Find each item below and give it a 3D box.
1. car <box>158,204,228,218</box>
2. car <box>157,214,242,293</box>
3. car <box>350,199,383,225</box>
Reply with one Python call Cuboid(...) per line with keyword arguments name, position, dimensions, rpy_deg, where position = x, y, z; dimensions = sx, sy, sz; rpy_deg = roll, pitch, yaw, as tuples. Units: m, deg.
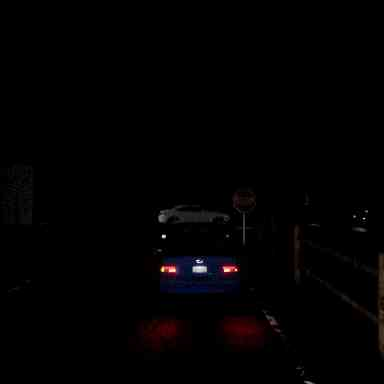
Cuboid(name="car", position=(0.137, 1.549, 21.827), dimensions=(4.674, 1.442, 1.812), rpy_deg=(0, 0, 0))
Cuboid(name="car", position=(0.109, 1.549, 8.970), dimensions=(2.033, 1.411, 5.357), rpy_deg=(0, 0, -1))
Cuboid(name="car", position=(14.806, 1.507, 24.593), dimensions=(5.566, 2.045, 2.150), rpy_deg=(1, -1, 1))
